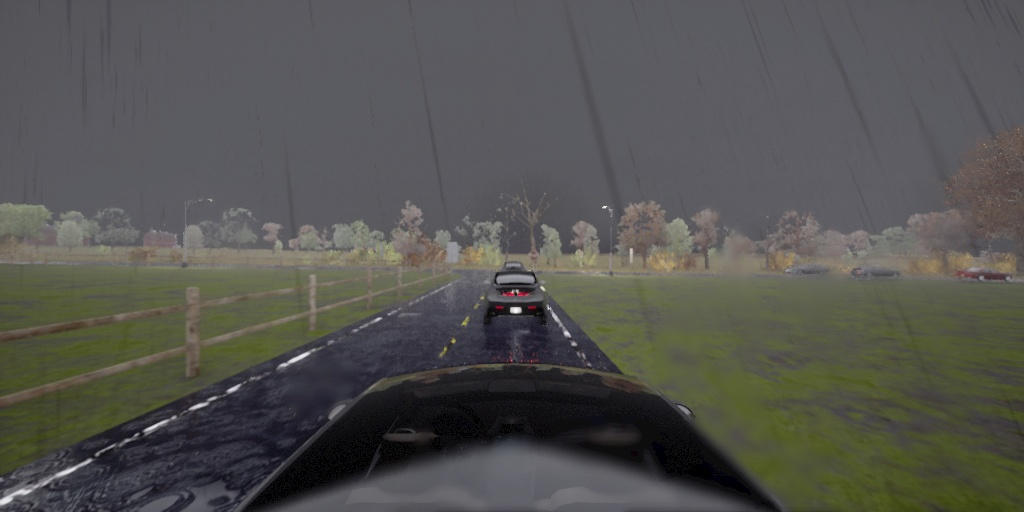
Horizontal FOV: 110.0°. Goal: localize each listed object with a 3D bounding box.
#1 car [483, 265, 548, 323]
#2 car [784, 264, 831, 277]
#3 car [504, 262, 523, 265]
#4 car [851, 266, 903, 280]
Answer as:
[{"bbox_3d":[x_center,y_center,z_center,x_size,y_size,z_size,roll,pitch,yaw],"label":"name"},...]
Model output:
[{"bbox_3d":[0.102,1.207,11.956,1.837,1.490,4.892,0,0,0],"label":"car"},{"bbox_3d":[36.477,1.718,44.331,4.902,1.511,2.128,1,1,0],"label":"car"},{"bbox_3d":[0.103,1.148,26.482,1.837,1.490,4.892,0,0,0],"label":"car"},{"bbox_3d":[42.141,1.874,41.461,4.902,1.511,2.128,1,1,1],"label":"car"}]
